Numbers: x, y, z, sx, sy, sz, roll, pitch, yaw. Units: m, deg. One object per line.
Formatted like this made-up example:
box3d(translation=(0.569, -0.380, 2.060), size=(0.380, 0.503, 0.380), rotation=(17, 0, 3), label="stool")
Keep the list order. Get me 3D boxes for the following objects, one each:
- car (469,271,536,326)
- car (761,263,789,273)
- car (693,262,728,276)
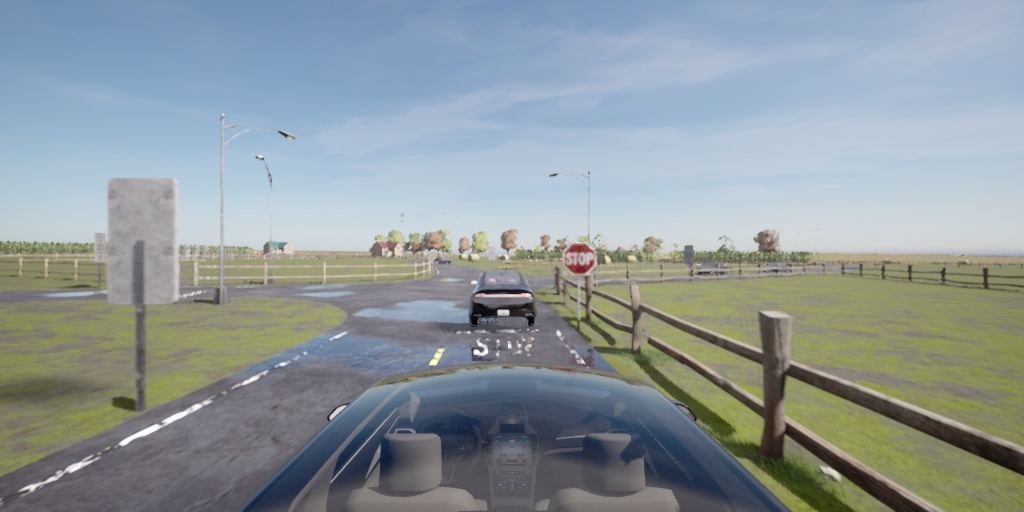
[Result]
box3d(translation=(-0.329, 1.223, 11.564), size=(2.128, 1.511, 4.902), rotation=(0, 0, -3), label="car")
box3d(translation=(36.697, 1.623, 49.967), size=(5.357, 1.411, 2.033), rotation=(1, 0, -35), label="car")
box3d(translation=(22.390, 1.443, 40.396), size=(4.892, 1.490, 1.837), rotation=(0, 0, -32), label="car")
